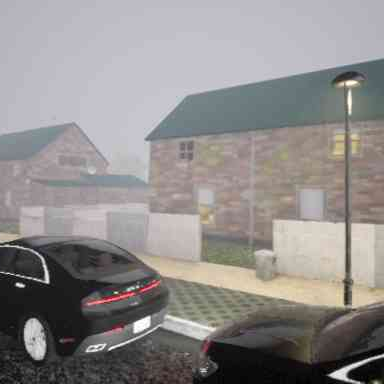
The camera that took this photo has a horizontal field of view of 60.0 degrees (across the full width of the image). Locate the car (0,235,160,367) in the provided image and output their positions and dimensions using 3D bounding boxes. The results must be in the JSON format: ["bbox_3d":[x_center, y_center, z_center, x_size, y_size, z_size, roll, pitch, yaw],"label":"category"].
[{"bbox_3d":[-2.636,1.524,5.847,4.892,1.490,1.837,0,0,36],"label":"car"}]

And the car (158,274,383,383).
[{"bbox_3d":[2.241,1.518,2.349,4.892,1.490,1.837,0,0,36],"label":"car"}]
